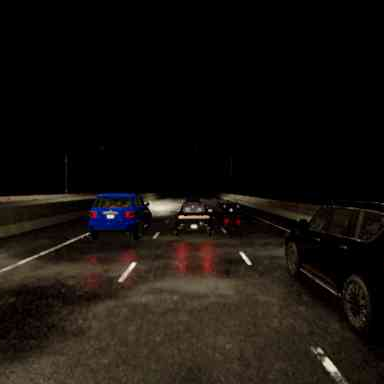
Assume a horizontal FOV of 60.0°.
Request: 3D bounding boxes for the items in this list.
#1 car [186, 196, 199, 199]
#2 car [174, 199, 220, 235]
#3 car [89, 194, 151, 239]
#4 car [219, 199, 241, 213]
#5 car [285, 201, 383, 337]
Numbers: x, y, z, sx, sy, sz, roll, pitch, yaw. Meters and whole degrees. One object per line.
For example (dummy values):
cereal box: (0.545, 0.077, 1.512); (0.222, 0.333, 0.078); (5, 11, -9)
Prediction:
car: (0.096, 1.242, 35.945); (1.837, 1.490, 4.892); (0, 0, 0)
car: (0.097, 1.362, 17.768); (2.128, 1.511, 4.902); (0, 0, 0)
car: (-3.402, 1.100, 16.569); (2.150, 2.045, 5.566); (0, 0, 0)
car: (3.596, 1.361, 32.797); (1.895, 1.301, 4.718); (0, 0, 0)
car: (3.599, 1.172, 6.700); (2.150, 2.045, 5.566); (0, 0, 0)
